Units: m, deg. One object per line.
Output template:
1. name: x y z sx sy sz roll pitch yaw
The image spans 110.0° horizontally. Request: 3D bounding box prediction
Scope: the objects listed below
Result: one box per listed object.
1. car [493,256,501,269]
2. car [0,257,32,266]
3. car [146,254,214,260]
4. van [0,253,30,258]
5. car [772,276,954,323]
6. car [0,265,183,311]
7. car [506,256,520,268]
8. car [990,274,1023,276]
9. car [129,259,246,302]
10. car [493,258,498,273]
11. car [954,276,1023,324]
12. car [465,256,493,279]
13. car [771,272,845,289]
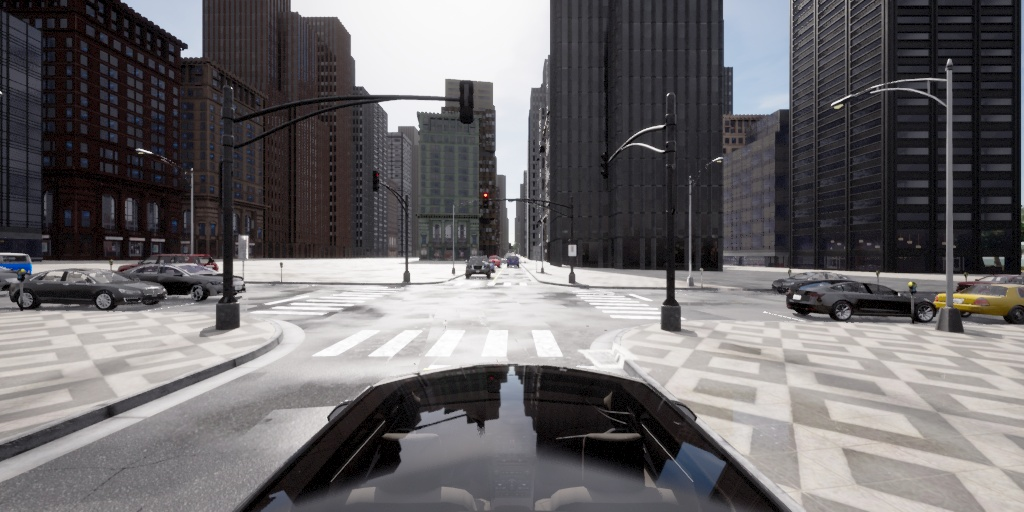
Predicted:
1. car: -2.994 0.967 57.982 2.150 2.045 5.566 0 1 0
2. car: -23.551 0.935 15.377 4.902 1.511 2.128 1 0 0
3. car: -20.198 0.799 21.138 5.009 1.841 2.192 0 0 0
4. van: -31.116 0.680 21.157 3.998 1.789 1.690 0 0 0
5. car: 12.143 1.524 12.654 4.313 1.339 1.948 0 0 0
6. car: -14.764 1.116 12.604 4.403 1.370 2.007 0 0 0
7. car: 0.190 0.973 62.667 2.150 2.045 5.566 0 0 0
8. car: 29.095 1.765 21.150 4.507 1.381 1.888 0 0 0
9. car: -14.136 1.065 15.348 4.902 1.511 2.128 1 0 1
10. car: -3.033 1.275 43.584 1.812 1.442 4.674 0 0 0
11. car: 17.956 1.571 12.644 4.829 1.417 1.751 0 0 0
12. car: -3.091 0.971 33.390 2.150 2.045 5.566 0 0 -3
13. car: 17.809 1.591 21.169 4.403 1.370 2.007 0 0 0
